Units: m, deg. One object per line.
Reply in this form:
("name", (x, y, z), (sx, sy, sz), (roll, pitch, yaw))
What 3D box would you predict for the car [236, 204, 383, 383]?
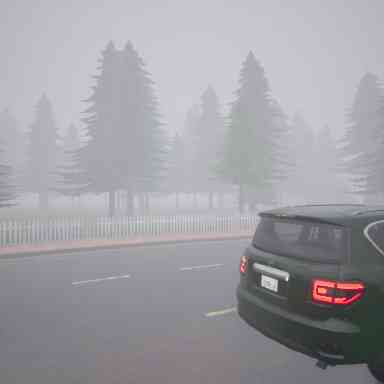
("car", (3.348, 1.222, 5.365), (5.566, 2.045, 2.150), (0, 0, -27))
